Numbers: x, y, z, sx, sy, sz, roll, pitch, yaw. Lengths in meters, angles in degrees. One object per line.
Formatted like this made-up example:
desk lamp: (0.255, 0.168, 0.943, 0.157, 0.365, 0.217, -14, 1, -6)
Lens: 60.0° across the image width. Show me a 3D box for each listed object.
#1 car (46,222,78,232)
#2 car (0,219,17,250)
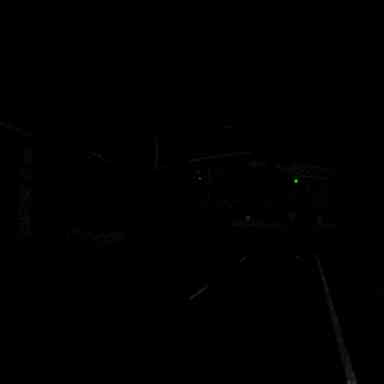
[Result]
car: (-15.731, 4.111, 38.450, 4.718, 1.301, 1.895, -1, -4, 20)
car: (-12.608, 2.754, 21.989, 3.866, 1.878, 1.905, -1, -4, 18)
